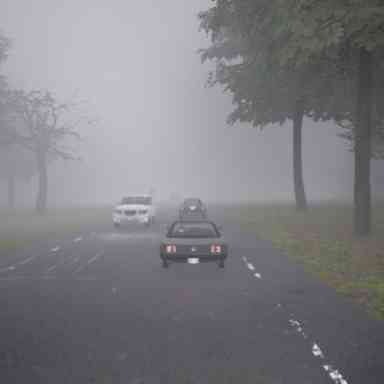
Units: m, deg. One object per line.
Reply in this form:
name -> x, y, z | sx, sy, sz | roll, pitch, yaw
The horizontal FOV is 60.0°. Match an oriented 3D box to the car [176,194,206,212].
car -> 0.057, 1.274, 27.279 | 2.097, 1.767, 4.553 | 0, 0, 0

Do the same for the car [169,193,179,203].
car -> -3.533, 1.150, 70.252 | 2.150, 2.045, 5.566 | 0, 0, 0

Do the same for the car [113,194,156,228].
car -> -3.620, 1.153, 21.953 | 2.150, 2.045, 5.566 | 0, 0, -1

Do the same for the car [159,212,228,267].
car -> 0.058, 1.562, 11.191 | 1.895, 1.301, 4.718 | 0, 0, 0
